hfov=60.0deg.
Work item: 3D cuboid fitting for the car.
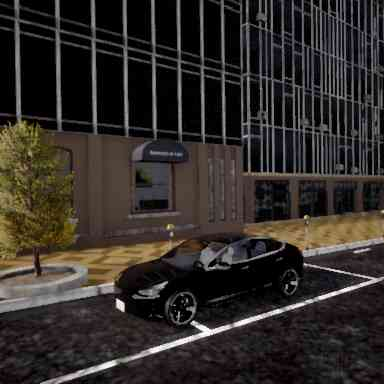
[{"bbox_3d":[0.543,1.564,6.961,4.313,1.339,1.947,0,-1,-35],"label":"car"}]
